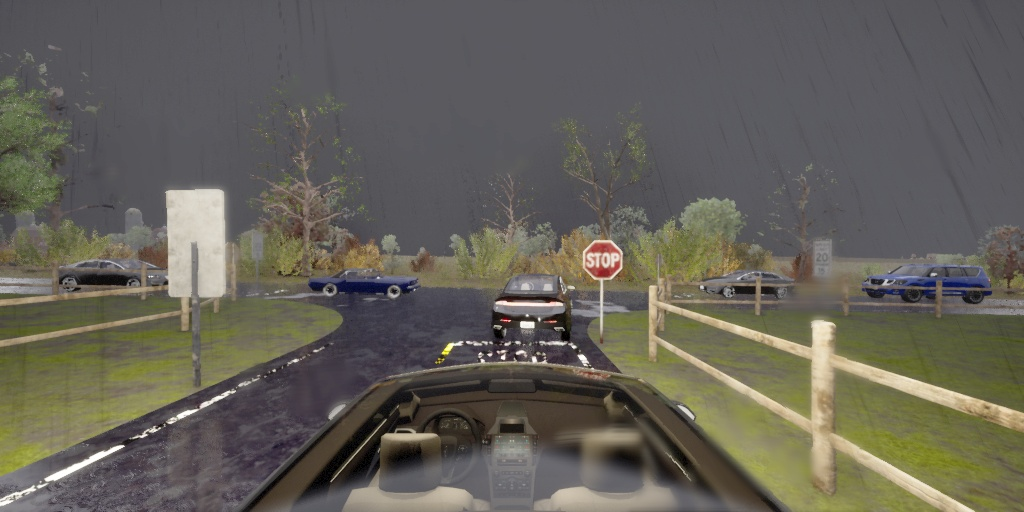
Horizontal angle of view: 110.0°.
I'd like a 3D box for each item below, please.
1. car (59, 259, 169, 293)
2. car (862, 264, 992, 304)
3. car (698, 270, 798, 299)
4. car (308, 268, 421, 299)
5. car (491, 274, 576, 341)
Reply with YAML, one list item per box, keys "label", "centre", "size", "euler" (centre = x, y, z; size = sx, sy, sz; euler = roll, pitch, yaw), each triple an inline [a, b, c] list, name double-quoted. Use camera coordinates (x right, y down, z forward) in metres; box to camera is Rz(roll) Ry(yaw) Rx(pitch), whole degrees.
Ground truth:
- label: "car"
  centre: [-18.486, 0.885, 17.008]
  size: [4.902, 1.511, 2.128]
  euler: [1, 1, 0]
- label: "car"
  centre: [22.904, 1.466, 19.899]
  size: [5.566, 2.045, 2.150]
  euler: [1, 1, 0]
- label: "car"
  centre: [13.008, 1.525, 19.912]
  size: [4.902, 1.511, 2.128]
  euler: [1, 1, 0]
- label: "car"
  centre: [-6.818, 1.248, 16.989]
  size: [4.718, 1.301, 1.895]
  euler: [1, 1, 0]
- label: "car"
  centre: [0.709, 1.240, 9.956]
  size: [2.128, 1.511, 4.902]
  euler: [0, 0, 9]
